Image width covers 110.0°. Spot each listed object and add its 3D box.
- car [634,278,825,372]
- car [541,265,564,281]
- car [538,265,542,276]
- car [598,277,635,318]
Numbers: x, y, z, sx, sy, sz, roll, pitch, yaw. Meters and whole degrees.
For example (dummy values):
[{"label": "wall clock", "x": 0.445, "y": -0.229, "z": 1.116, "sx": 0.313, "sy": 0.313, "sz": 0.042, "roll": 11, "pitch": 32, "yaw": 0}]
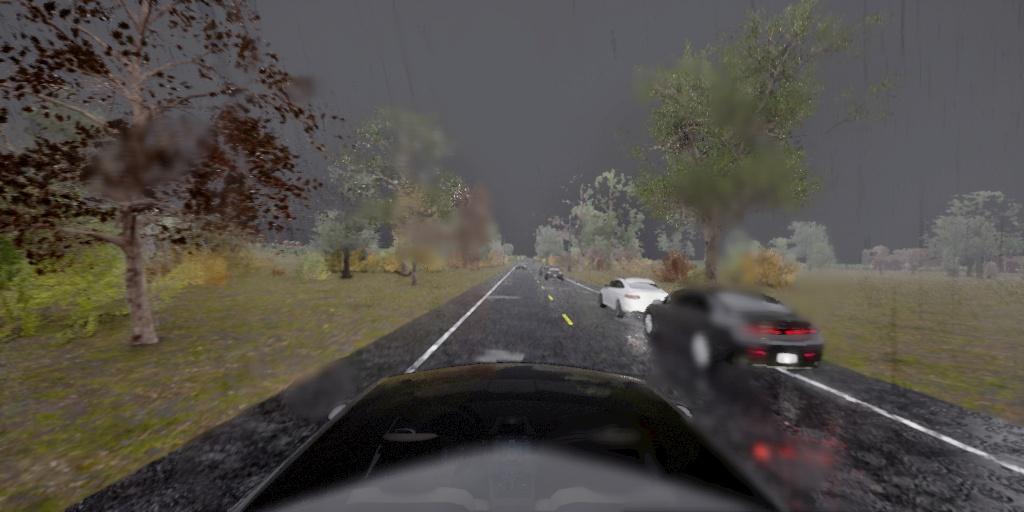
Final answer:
[{"label": "car", "x": 4.613, "y": 1.476, "z": 8.346, "sx": 1.837, "sy": 1.490, "sz": 4.892, "roll": 2, "pitch": -1, "yaw": 2}, {"label": "car", "x": 4.441, "y": 1.835, "z": 38.602, "sx": 1.812, "sy": 1.442, "sz": 4.674, "roll": 2, "pitch": -1, "yaw": 2}, {"label": "car", "x": 4.683, "y": 1.920, "z": 49.186, "sx": 2.128, "sy": 1.511, "sz": 4.902, "roll": 2, "pitch": 0, "yaw": 2}, {"label": "car", "x": 4.776, "y": 1.572, "z": 14.344, "sx": 1.812, "sy": 1.442, "sz": 4.674, "roll": 2, "pitch": -1, "yaw": 2}]
